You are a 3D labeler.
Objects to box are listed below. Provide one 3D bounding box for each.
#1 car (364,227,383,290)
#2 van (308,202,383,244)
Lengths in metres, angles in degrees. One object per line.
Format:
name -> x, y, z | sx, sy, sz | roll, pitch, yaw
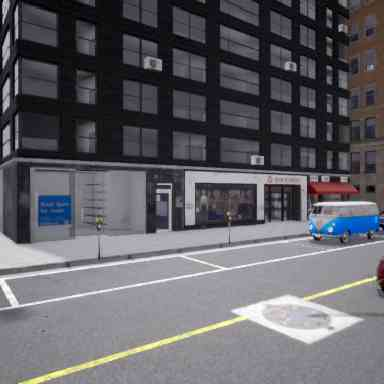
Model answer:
car -> 6.084, 1.565, 7.652 | 4.181, 1.385, 1.994 | 0, 0, -35
van -> 7.074, 1.342, 15.444 | 3.998, 1.788, 1.690 | 0, 0, -36
